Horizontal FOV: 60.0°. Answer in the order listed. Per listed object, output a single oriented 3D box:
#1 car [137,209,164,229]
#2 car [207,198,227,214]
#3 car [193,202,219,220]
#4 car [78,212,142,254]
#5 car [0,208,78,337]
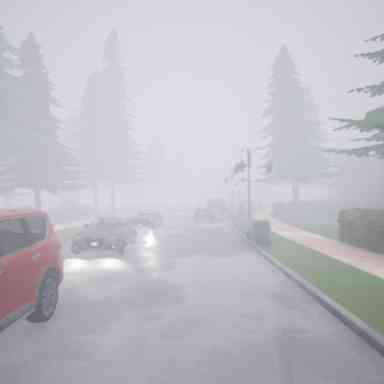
[{"bbox_3d":[-3.325,1.945,24.503,1.895,1.301,4.718,0,-1,4],"label":"car"},{"bbox_3d":[3.321,1.820,44.380,2.150,2.045,5.566,0,0,15],"label":"car"},{"bbox_3d":[1.322,2.021,33.740,1.994,1.385,4.181,0,-1,9],"label":"car"},{"bbox_3d":[-3.613,1.771,14.382,1.994,1.385,4.181,0,-1,1],"label":"car"},{"bbox_3d":[-3.618,1.294,4.493,2.150,2.045,5.566,0,-1,0],"label":"car"}]
